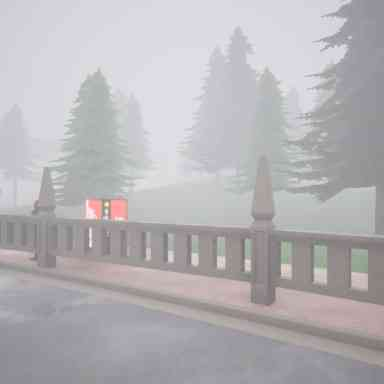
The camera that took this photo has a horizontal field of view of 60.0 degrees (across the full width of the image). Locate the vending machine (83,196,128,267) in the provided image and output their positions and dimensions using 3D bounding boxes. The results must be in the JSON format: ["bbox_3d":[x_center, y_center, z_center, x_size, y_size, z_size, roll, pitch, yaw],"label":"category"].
[{"bbox_3d":[-2.763,1.195,10.700,0.880,2.100,1.100,0,0,30],"label":"vending machine"}]

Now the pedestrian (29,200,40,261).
[{"bbox_3d":[-4.731,1.142,10.123,0.375,1.860,0.375,0,0,30],"label":"pedestrian"}]
